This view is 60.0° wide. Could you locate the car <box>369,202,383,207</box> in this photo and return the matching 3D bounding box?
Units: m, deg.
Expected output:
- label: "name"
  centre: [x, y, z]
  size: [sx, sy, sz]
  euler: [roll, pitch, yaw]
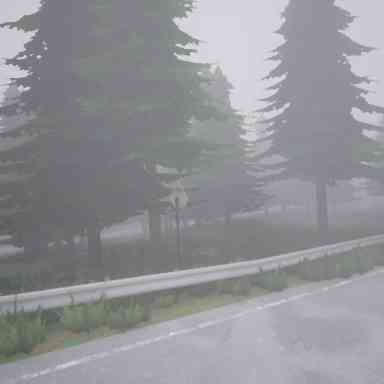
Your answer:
- label: "car"
  centre: [30.933, 2.382, 53.786]
  size: [2.033, 1.411, 5.357]
  euler: [-4, -2, -9]
